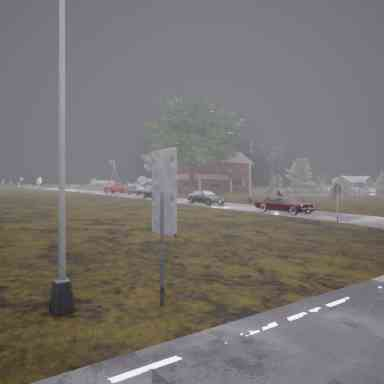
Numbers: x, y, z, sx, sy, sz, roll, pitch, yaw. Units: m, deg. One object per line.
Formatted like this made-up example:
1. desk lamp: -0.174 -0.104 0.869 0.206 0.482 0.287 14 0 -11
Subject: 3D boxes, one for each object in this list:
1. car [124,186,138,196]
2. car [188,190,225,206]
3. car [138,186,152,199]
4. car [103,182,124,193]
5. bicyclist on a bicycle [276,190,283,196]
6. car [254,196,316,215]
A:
1. car: -8.466 -0.188 52.541 1.812 1.442 4.674 0 2 -35
2. car: 1.349 0.554 33.915 1.812 1.442 4.674 0 2 -36
3. car: -4.516 0.018 42.084 2.097 1.767 4.553 0 2 -36
4. car: -14.168 -0.819 60.379 2.150 2.045 5.566 0 2 -36
5. bicyclist on a bicycle: 8.843 0.664 33.741 1.656 1.620 0.582 0 2 -36
6. car: 7.152 0.998 25.837 1.895 1.301 4.718 0 2 -36
